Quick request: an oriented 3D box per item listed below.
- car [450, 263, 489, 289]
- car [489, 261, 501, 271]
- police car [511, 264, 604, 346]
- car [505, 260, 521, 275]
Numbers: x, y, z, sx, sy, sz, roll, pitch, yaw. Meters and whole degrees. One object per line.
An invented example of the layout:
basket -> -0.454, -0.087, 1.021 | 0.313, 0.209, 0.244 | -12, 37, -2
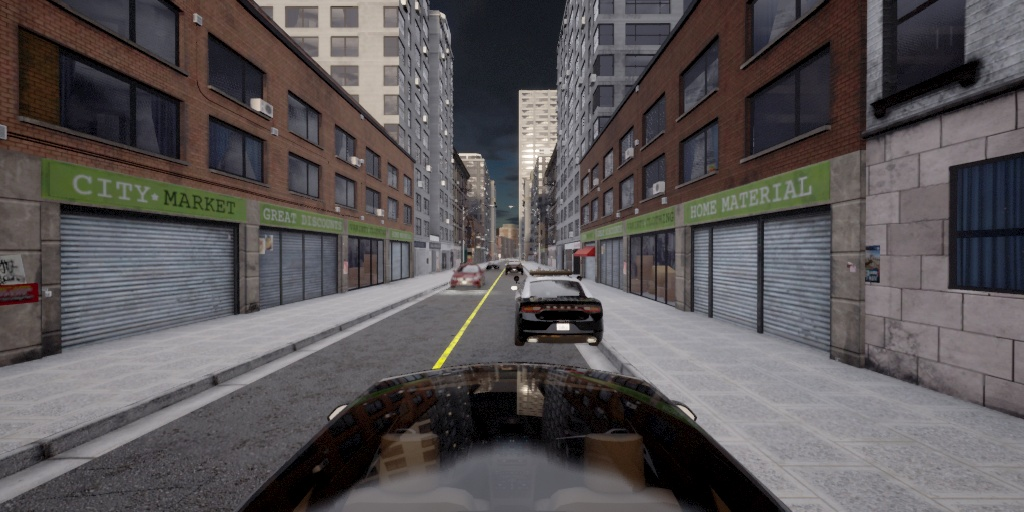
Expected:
car -> -2.746, 1.281, 23.130 | 1.812, 1.442, 4.674 | 0, 0, 0
car -> -2.524, 1.386, 49.228 | 1.895, 1.301, 4.718 | 0, 0, 0
police car -> 1.005, 1.176, 9.557 | 1.930, 1.638, 5.238 | 0, 0, 0
car -> 0.258, 1.248, 38.884 | 1.882, 1.535, 5.008 | 0, 0, 0
